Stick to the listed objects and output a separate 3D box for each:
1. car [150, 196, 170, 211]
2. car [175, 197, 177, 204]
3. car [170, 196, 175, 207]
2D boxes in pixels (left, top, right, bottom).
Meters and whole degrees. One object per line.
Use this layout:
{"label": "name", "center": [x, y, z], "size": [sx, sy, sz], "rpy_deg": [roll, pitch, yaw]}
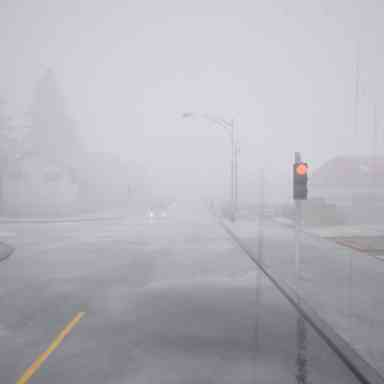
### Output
{"label": "car", "center": [-4.103, 1.505, 41.655], "size": [1.837, 1.490, 4.892], "rpy_deg": [0, 0, 0]}
{"label": "car", "center": [-4.040, 1.492, 65.909], "size": [2.128, 1.511, 4.902], "rpy_deg": [0, 0, 1]}
{"label": "car", "center": [-4.099, 1.526, 51.977], "size": [1.812, 1.442, 4.674], "rpy_deg": [0, 0, 0]}
